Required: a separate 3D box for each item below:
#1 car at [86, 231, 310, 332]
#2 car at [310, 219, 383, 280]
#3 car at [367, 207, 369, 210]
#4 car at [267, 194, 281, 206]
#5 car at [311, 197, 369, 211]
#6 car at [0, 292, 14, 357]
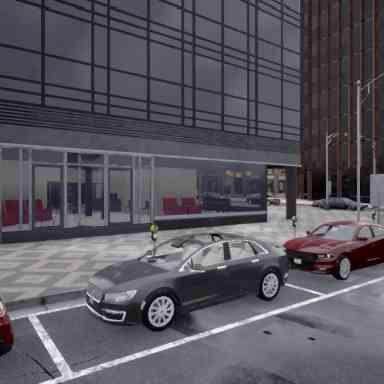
[{"bbox_3d":[0.123,1.551,6.741,4.403,1.369,2.008,0,0,-36],"label":"car"},{"bbox_3d":[4.564,1.545,9.912,4.507,1.381,1.887,0,0,-36],"label":"car"},{"bbox_3d":[9.005,1.441,13.084,4.097,1.590,1.967,0,0,-36],"label":"car"},{"bbox_3d":[9.002,0.961,42.155,1.837,1.490,4.892,0,1,-36],"label":"car"},{"bbox_3d":[14.933,1.203,33.792,2.033,1.411,5.357,0,1,-41],"label":"car"},{"bbox_3d":[-4.318,1.440,3.570,4.097,1.590,1.967,0,0,-36],"label":"car"}]
